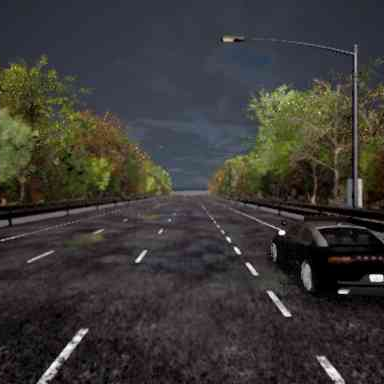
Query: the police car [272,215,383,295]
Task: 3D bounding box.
[{"bbox_3d":[3.491,1.426,8.880,1.930,1.638,5.238,0,0,0],"label":"police car"}]
